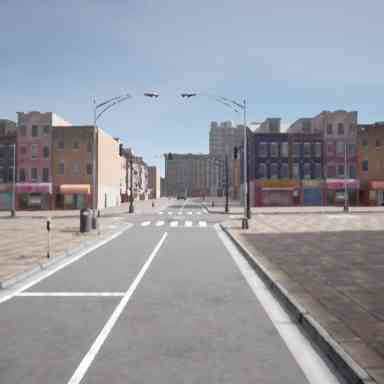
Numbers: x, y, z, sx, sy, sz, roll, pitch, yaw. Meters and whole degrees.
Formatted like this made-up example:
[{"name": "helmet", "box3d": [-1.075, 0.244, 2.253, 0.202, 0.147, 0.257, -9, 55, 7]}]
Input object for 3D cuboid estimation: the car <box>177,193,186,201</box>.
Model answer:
[{"name": "car", "box3d": [-2.752, 1.349, 89.347, 2.150, 2.045, 5.566, 0, 0, 0]}]
